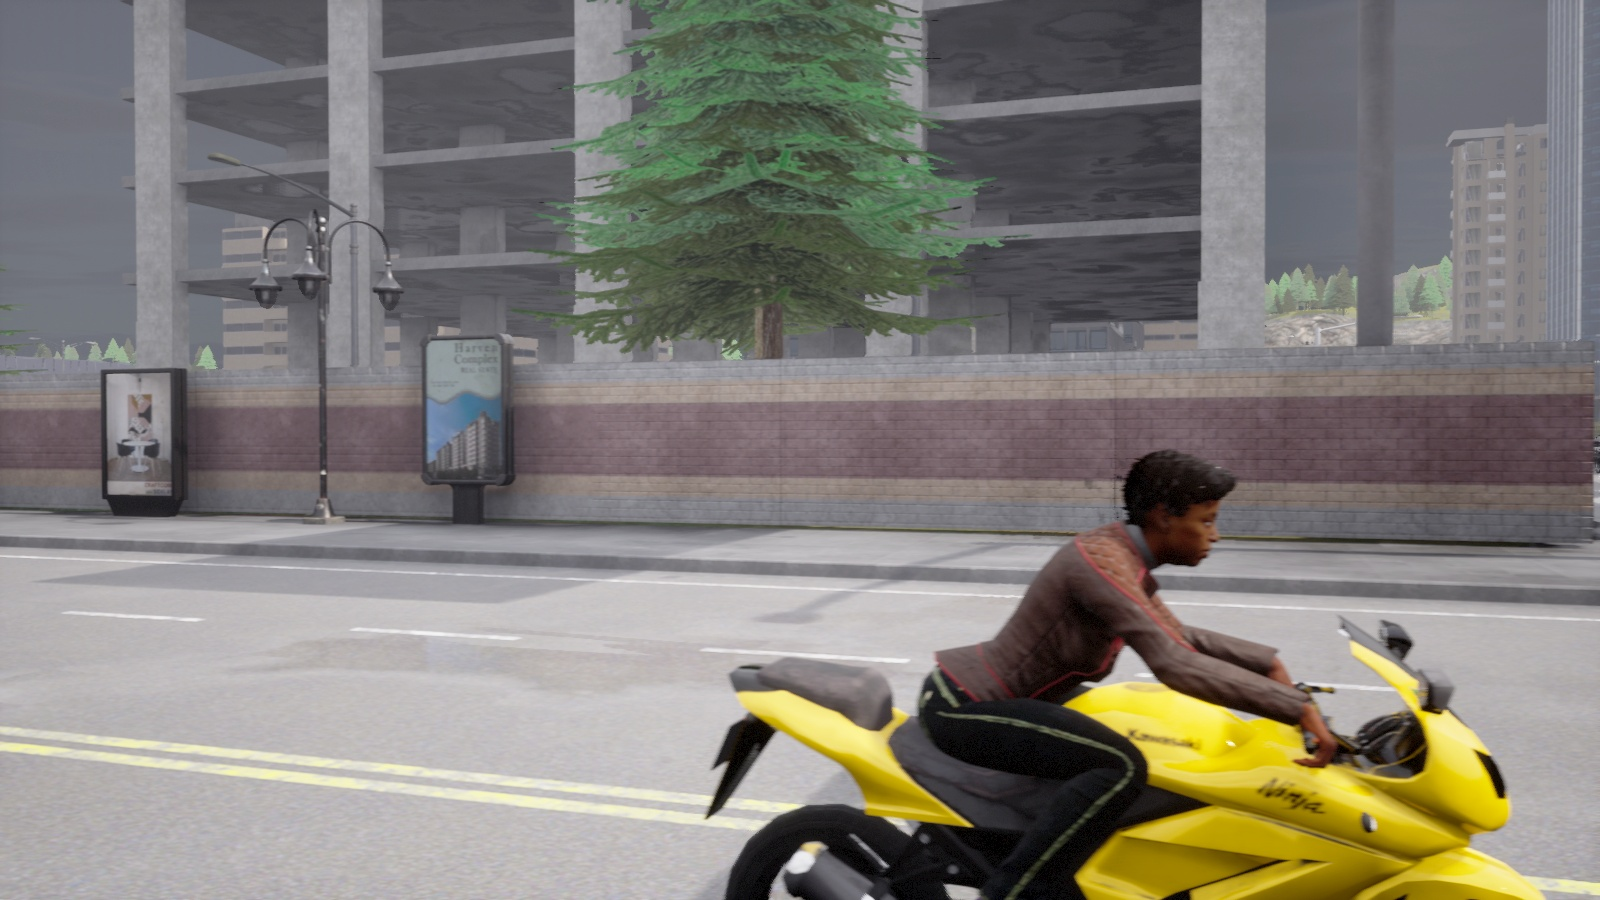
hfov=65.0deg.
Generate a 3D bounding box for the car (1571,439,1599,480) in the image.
[{"bbox_3d":[28.532,0.317,43.691,1.994,1.385,4.181,1,1,19],"label":"car"}]

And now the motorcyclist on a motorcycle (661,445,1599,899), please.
[{"bbox_3d":[0.777,0.763,2.932,2.044,1.523,0.797,1,1,19],"label":"motorcyclist on a motorcycle"}]
